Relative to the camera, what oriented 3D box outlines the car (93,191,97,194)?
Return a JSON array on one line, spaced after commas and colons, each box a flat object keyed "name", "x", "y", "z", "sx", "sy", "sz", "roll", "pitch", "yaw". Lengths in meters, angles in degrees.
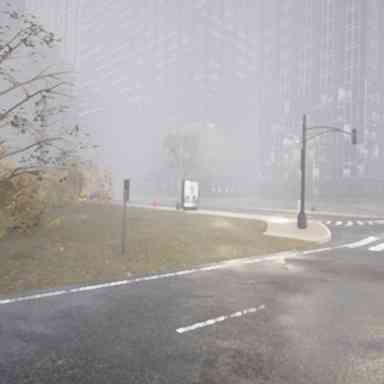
[{"name": "car", "x": -15.107, "y": 0.605, "z": 55.313, "sx": 1.837, "sy": 1.490, "sz": 4.892, "roll": 3, "pitch": -1, "yaw": -42}]
